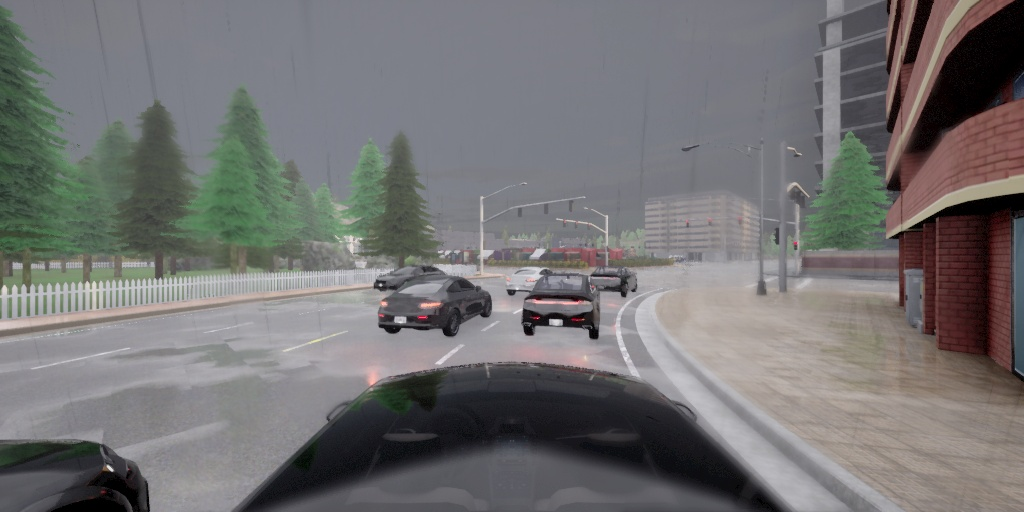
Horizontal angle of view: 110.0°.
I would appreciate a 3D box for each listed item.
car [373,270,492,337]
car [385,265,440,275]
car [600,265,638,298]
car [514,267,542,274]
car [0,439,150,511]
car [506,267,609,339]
[{"bbox_3d":[-1.986,1.276,10.340,1.812,1.442,4.674,0,0,13],"label":"car"},{"bbox_3d":[-5.851,1.284,21.067,1.837,1.490,4.892,0,0,26],"label":"car"},{"bbox_3d":[5.344,1.241,18.824,2.128,1.511,4.902,0,0,28],"label":"car"},{"bbox_3d":[1.266,1.276,18.837,1.812,1.442,4.674,0,0,26],"label":"car"},{"bbox_3d":[-3.170,1.314,0.434,1.994,1.385,4.181,0,0,-2],"label":"car"},{"bbox_3d":[1.561,1.242,10.208,2.128,1.511,4.902,0,0,14],"label":"car"}]
